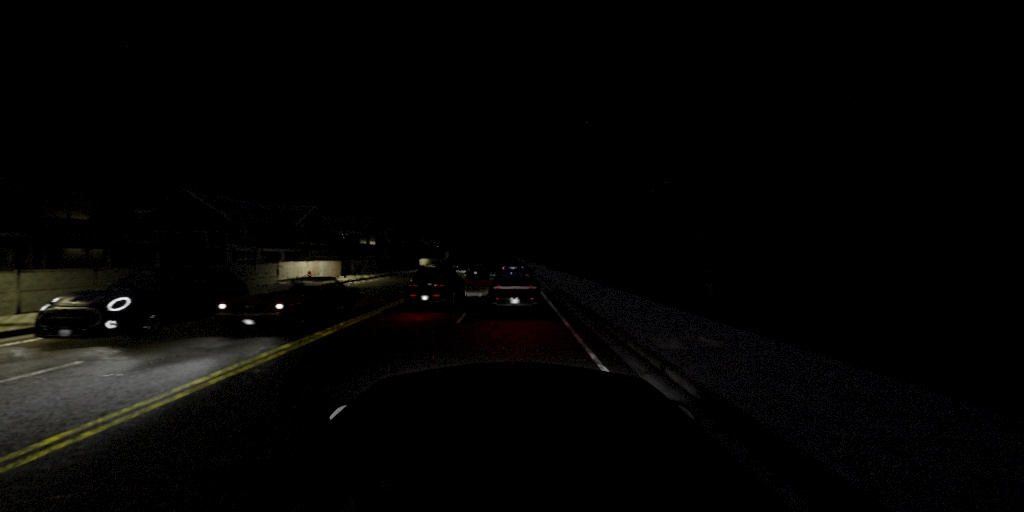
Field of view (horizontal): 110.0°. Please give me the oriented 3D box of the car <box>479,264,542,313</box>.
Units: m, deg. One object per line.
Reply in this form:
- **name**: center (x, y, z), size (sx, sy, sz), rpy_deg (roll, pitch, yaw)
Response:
- **car**: center (0.094, 1.244, 14.015), size (2.128, 1.511, 4.902), rpy_deg (0, 0, 0)

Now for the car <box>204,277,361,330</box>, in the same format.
- **car**: center (-6.605, 1.353, 11.213), size (1.895, 1.301, 4.718), rpy_deg (0, 0, 0)

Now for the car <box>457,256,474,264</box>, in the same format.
- **car**: center (-6.600, 0.972, 51.960), size (2.150, 2.045, 5.566), rpy_deg (0, 0, 0)

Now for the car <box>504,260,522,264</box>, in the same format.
- **car**: center (0.086, 1.107, 31.996), size (2.097, 1.767, 4.553), rpy_deg (0, 0, 0)

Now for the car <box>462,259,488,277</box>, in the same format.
- **car**: center (-3.164, 1.281, 33.359), size (1.812, 1.442, 4.674), rpy_deg (0, 0, 0)

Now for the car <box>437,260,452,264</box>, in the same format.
- **car**: center (-9.845, 1.315, 51.883), size (1.994, 1.385, 4.181), rpy_deg (0, 0, 0)

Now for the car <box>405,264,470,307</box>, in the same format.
- **car**: center (-3.156, 1.257, 15.403), size (1.837, 1.490, 4.892), rpy_deg (0, 0, 0)

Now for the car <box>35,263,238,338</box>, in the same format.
- **car**: center (-9.854, 1.103, 10.148), size (2.097, 1.767, 4.553), rpy_deg (0, 0, 0)
